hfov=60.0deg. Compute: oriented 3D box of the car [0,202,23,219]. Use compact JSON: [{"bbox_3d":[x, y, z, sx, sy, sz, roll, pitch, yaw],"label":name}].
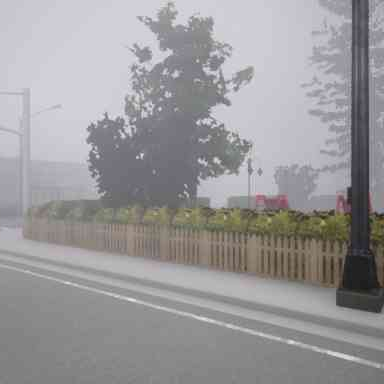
[{"bbox_3d":[-16.030,1.547,27.330,2.033,1.411,5.357,0,0,32],"label":"car"}]
